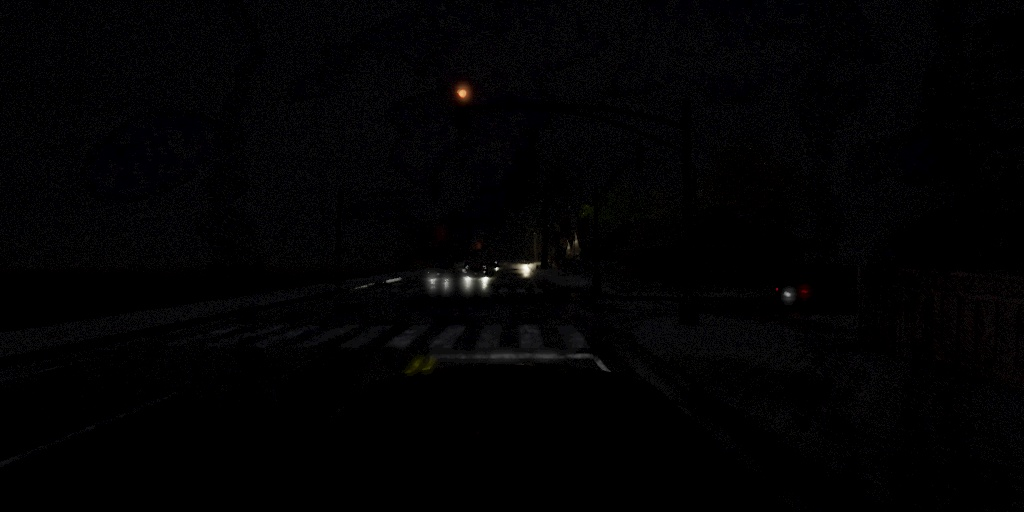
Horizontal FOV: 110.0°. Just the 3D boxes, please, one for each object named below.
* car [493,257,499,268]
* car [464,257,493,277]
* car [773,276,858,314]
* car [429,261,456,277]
[{"bbox_3d":[-3.279,1.007,58.511,2.097,1.767,4.553,0,0,1],"label":"car"},{"bbox_3d":[-3.339,1.038,35.073,2.097,1.767,4.553,0,0,0],"label":"car"},{"bbox_3d":[12.480,1.473,13.681,4.181,1.385,1.994,1,-2,-2],"label":"car"},{"bbox_3d":[-6.592,1.235,34.731,2.033,1.411,5.357,0,0,0],"label":"car"}]
